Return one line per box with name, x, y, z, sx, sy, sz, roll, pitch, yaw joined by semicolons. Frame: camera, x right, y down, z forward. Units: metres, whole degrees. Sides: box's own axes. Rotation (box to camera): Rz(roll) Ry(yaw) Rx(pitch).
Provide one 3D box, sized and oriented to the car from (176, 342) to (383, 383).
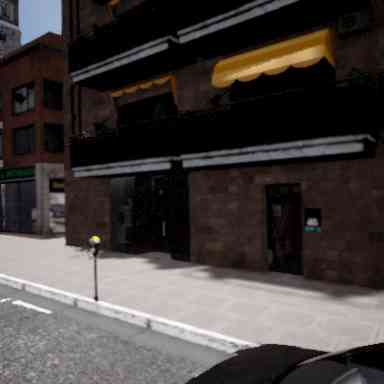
car;1.652;1.561;1.712;4.313;1.339;1.947;-1;-1;36
